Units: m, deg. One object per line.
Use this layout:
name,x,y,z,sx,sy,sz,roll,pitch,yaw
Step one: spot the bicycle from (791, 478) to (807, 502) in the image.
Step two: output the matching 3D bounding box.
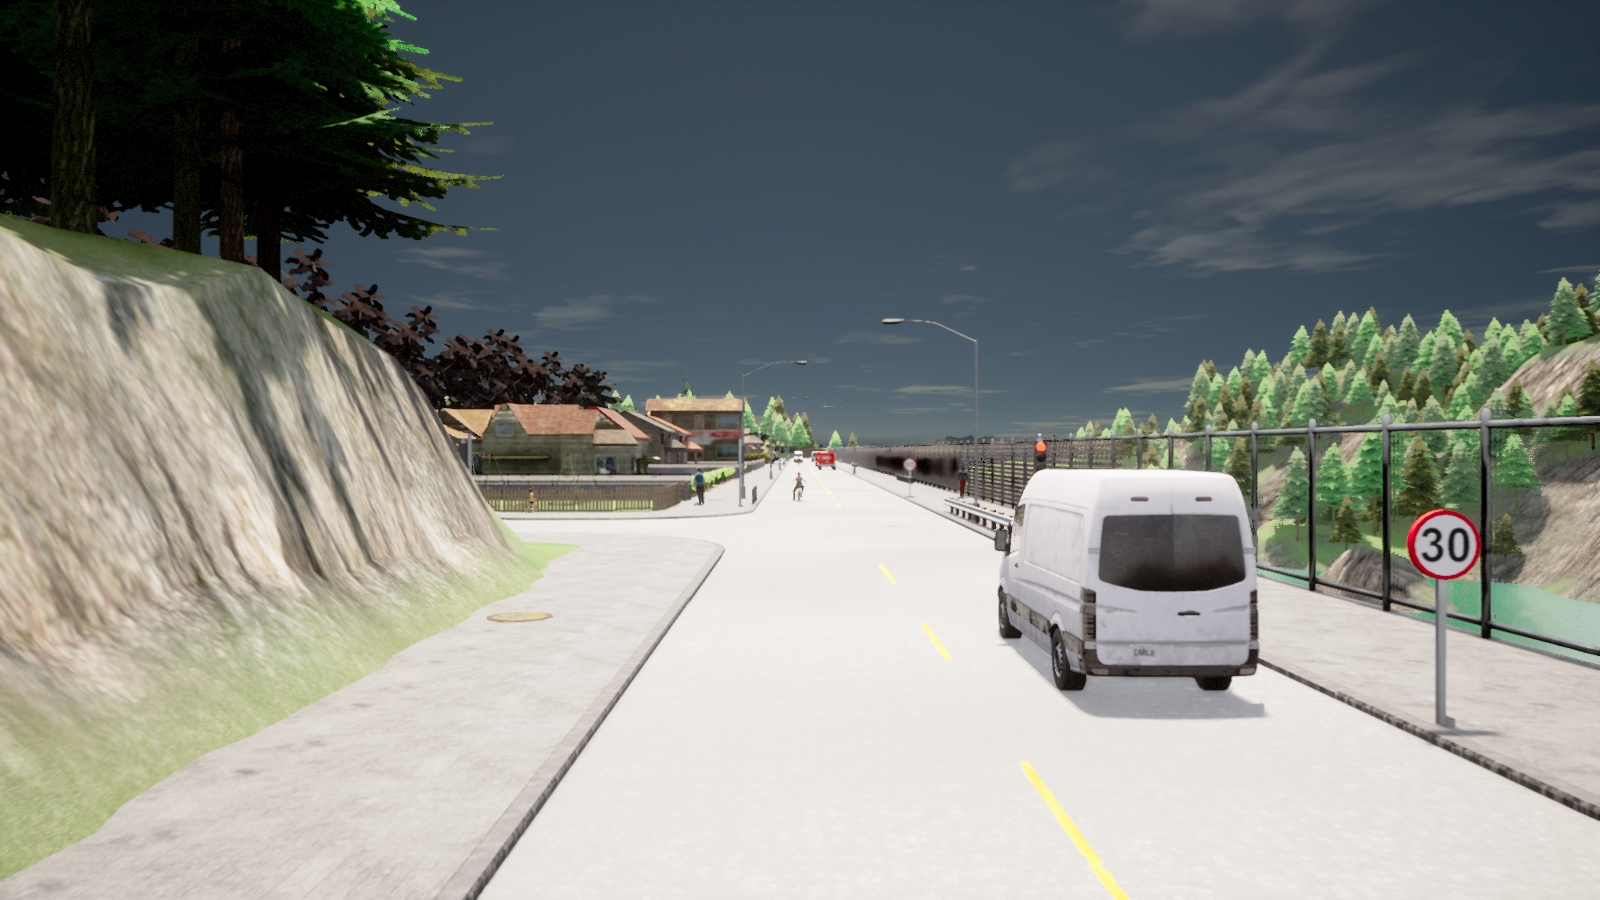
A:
bicycle,-0.054,2.159,62.442,0.859,1.276,1.487,0,0,0

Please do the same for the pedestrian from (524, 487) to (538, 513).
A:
pedestrian,-11.402,2.127,48.430,0.500,1.100,0.500,0,0,-3

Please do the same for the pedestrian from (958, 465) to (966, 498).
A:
pedestrian,8.999,1.745,63.351,0.375,1.860,0.375,0,0,-2

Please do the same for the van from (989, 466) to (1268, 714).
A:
van,3.987,1.535,15.137,1.988,2.561,5.915,0,0,0

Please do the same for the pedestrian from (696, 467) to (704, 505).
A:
pedestrian,-4.886,1.747,55.879,0.375,1.860,0.375,0,0,4
